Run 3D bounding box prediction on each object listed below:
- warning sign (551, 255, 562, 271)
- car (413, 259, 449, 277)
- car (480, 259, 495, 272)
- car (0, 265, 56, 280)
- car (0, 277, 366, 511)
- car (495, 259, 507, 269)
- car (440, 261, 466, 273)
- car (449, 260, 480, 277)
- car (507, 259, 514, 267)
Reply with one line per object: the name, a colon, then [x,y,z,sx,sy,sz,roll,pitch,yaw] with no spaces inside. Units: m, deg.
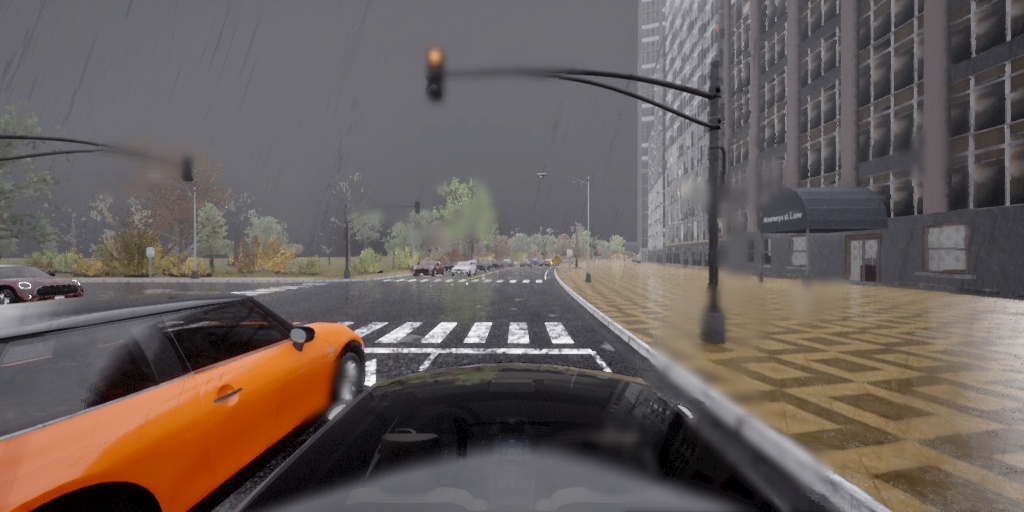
warning sign: [5.473,0.864,44.136,1.300,1.860,1.060,0,0,7]
car: [-8.167,1.095,35.542,2.097,1.767,4.553,0,0,6]
car: [-3.833,1.346,45.543,1.895,1.301,4.718,0,0,7]
car: [-20.962,1.158,14.990,4.553,1.767,2.097,0,0,4]
car: [-3.102,1.102,3.209,2.097,1.767,4.553,0,0,0]
car: [-2.489,1.347,55.406,1.895,1.301,4.718,0,0,9]
car: [-7.227,1.344,44.479,1.895,1.301,4.718,0,0,7]
car: [-4.816,1.270,36.491,1.812,1.442,4.674,0,0,6]
car: [-0.859,1.274,65.193,1.812,1.442,4.674,0,0,10]
